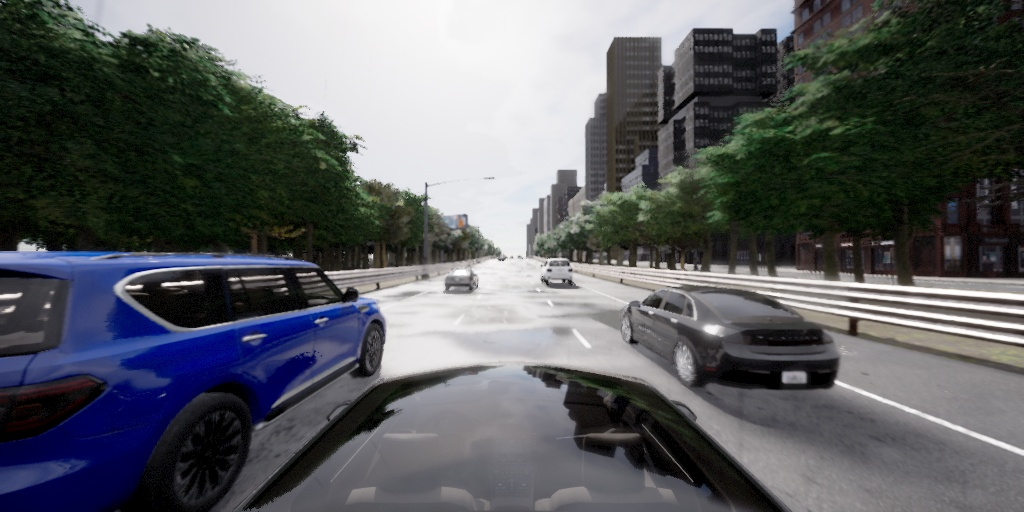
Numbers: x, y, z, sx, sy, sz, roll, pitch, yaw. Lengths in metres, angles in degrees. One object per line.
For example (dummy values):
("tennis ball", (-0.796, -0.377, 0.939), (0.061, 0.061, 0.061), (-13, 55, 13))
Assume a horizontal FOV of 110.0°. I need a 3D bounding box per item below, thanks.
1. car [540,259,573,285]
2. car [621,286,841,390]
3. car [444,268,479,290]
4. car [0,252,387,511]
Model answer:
("car", (3.598, 1.258, 29.421), (2.150, 2.045, 5.566), (0, 0, 0))
("car", (3.596, 1.320, 6.986), (1.837, 1.490, 4.892), (0, 0, 0))
("car", (-3.403, 1.544, 24.811), (2.033, 1.411, 5.357), (0, -1, 0))
("car", (-3.400, 1.005, 4.347), (2.150, 2.045, 5.566), (0, -1, 0))
